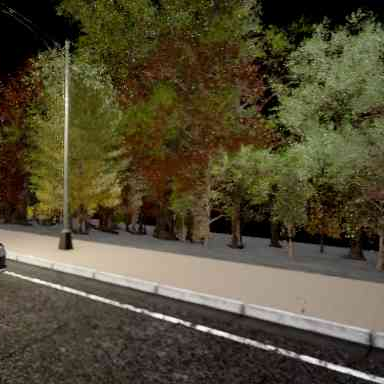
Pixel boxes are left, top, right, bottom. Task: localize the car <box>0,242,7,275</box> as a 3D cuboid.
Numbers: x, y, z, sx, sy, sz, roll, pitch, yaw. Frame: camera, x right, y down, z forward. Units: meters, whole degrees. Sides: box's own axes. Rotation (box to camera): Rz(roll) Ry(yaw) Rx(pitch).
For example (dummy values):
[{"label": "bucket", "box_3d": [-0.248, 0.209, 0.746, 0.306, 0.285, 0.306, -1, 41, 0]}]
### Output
[{"label": "car", "box_3d": [-6.464, 1.428, 8.168, 4.902, 1.511, 2.128, 1, 0, 35]}]
